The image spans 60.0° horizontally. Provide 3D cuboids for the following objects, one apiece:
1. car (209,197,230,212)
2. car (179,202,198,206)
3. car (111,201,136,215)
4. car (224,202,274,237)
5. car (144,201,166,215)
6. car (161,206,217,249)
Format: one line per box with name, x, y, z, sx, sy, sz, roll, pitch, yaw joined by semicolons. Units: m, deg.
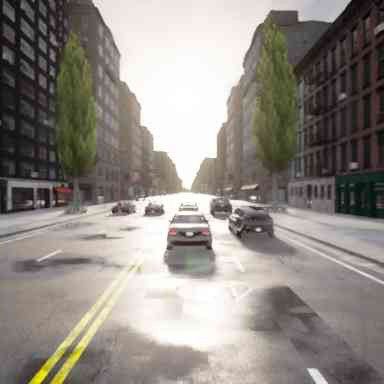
car;2.901;1.353;34.360;2.097;1.767;4.553;0;0;-1
car;-0.344;1.604;33.001;1.895;1.301;4.718;0;0;-1
car;-7.049;1.612;34.598;1.895;1.301;4.718;0;0;-1
car;3.087;1.505;17.988;1.837;1.490;4.892;0;0;-1
car;-3.798;1.609;34.480;1.895;1.301;4.718;0;0;-1
car;-0.126;1.551;14.451;2.033;1.411;5.357;0;0;-1
